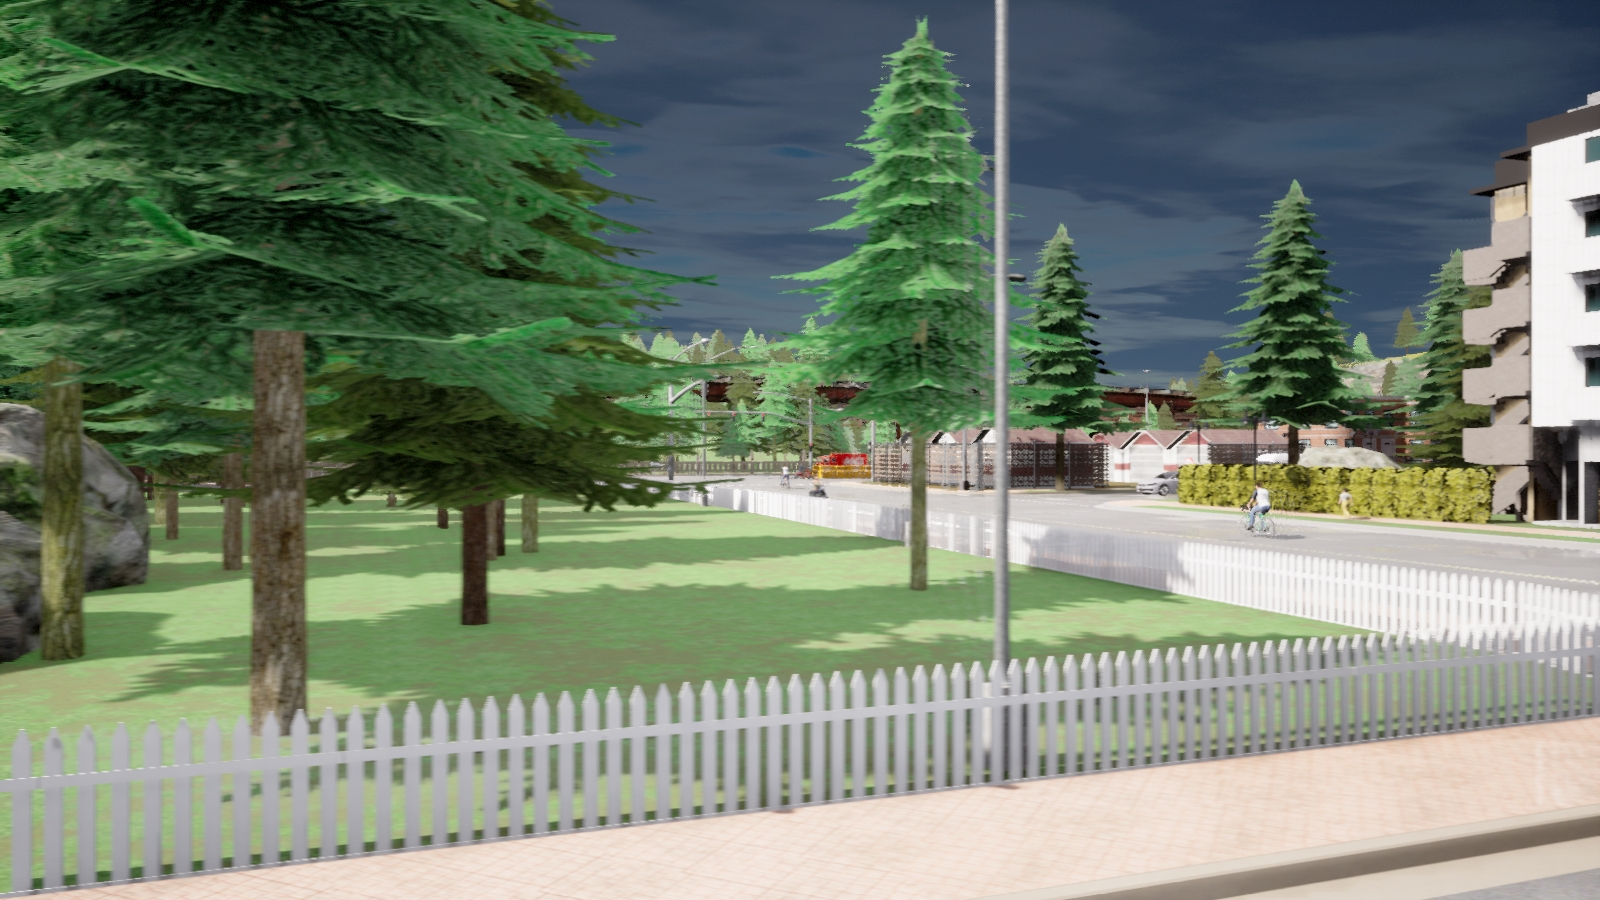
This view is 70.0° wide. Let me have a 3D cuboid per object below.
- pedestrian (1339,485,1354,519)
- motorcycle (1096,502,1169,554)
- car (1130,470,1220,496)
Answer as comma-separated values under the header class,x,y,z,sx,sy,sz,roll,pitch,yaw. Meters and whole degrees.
class,x,y,z,sx,sy,sz,roll,pitch,yaw
pedestrian,20.799,1.979,43.507,0.375,1.300,0.375,0,0,-13
motorcycle,9.271,2.155,31.987,0.764,1.307,2.356,0,0,-19
car,22.916,2.023,69.865,4.892,1.480,2.231,0,0,-19
